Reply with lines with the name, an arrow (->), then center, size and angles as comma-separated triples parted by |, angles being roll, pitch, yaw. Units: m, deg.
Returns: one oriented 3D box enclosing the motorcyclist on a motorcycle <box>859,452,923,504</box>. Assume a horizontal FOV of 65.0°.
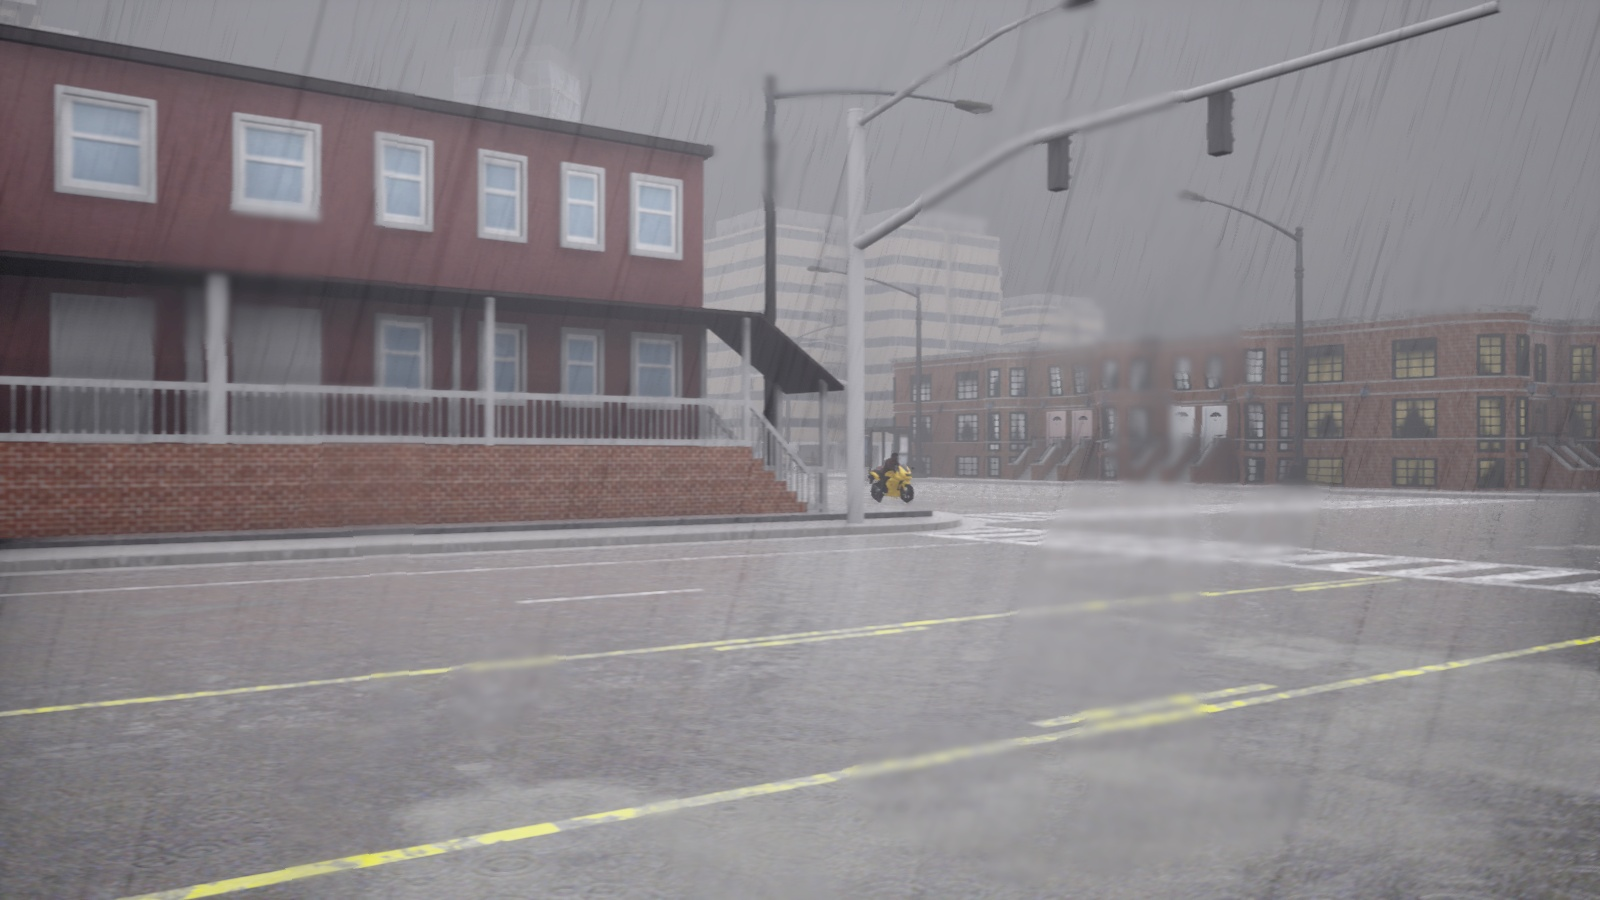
motorcyclist on a motorcycle -> 2.716, 0.814, 37.778 | 0.797, 1.523, 2.044 | 0, 0, -35
